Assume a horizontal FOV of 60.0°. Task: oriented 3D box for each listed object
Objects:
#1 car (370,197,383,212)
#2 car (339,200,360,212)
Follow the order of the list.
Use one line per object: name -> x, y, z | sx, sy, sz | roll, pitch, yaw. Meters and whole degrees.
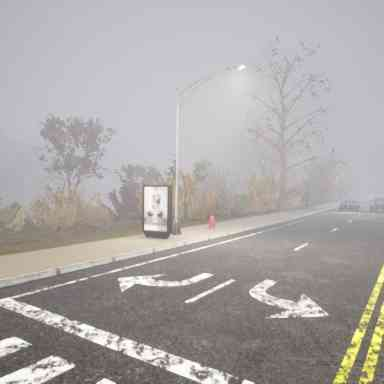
car -> 21.591, 1.391, 37.996 | 2.097, 1.767, 4.553 | 0, 0, 31
car -> 18.778, 1.600, 39.625 | 1.994, 1.385, 4.181 | 0, 0, 31
